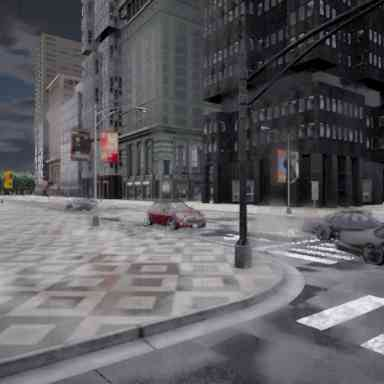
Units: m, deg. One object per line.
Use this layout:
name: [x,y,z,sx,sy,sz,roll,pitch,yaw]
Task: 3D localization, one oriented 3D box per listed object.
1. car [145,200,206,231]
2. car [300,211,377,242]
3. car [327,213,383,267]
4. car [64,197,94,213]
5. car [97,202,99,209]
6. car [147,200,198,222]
car: [-1.101,1.348,20.818,2.097,1.767,4.553,0,0,-35]
car: [7.406,1.545,14.443,2.033,1.411,5.357,0,0,-35]
car: [6.952,1.551,9.468,2.033,1.411,5.357,0,0,-35]
car: [-12.995,1.540,37.606,2.033,1.411,5.357,0,0,-35]
car: [-14.015,1.481,44.728,2.128,1.511,4.902,0,0,-35]
car: [-1.681,1.493,27.250,1.837,1.490,4.892,0,0,-35]
